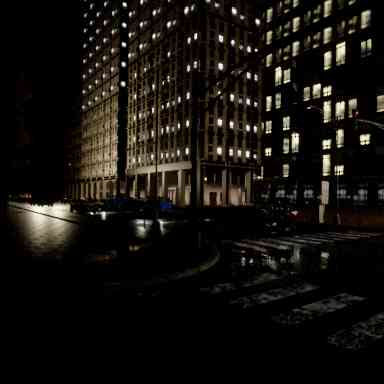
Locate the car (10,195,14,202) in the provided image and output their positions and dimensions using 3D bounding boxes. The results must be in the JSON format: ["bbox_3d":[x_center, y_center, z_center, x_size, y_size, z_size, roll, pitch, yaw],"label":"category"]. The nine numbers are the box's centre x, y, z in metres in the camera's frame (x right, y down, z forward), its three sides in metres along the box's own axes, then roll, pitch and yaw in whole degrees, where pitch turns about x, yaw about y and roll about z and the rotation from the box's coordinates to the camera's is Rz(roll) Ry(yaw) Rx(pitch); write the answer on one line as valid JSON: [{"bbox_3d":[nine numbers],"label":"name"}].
[{"bbox_3d":[-36.921,1.396,69.819,1.947,1.339,4.313,1,-1,-35],"label":"car"}]

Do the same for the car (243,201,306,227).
[{"bbox_3d":[5.818,1.505,23.945,1.967,1.590,4.097,1,-1,-35],"label":"car"}]

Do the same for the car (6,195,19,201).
[{"bbox_3d":[-40.184,1.377,74.429,2.008,1.369,4.403,1,-1,-35],"label":"car"}]

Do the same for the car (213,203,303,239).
[{"bbox_3d":[3.071,1.430,17.319,1.882,1.535,5.008,1,-1,-31],"label":"car"}]

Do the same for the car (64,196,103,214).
[{"bbox_3d":[-10.814,1.427,32.935,2.008,1.369,4.403,1,-1,-35],"label":"car"}]

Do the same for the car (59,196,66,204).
[{"bbox_3d":[-22.141,1.463,58.951,1.837,1.490,4.892,1,-1,-35],"label":"car"}]

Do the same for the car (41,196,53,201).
[{"bbox_3d":[-36.610,1.570,83.880,1.802,1.307,4.206,1,-1,-35],"label":"car"}]

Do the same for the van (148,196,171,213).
[{"bbox_3d":[-3.971,1.382,37.778,1.690,1.788,3.998,1,-1,-35],"label":"van"}]

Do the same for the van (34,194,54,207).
[{"bbox_3d":[-20.600,1.197,46.768,1.690,1.788,3.998,1,-1,-35],"label":"van"}]

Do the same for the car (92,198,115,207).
[{"bbox_3d":[-13.766,1.586,51.607,1.947,1.339,4.313,1,-1,-35],"label":"car"}]

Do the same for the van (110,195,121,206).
[{"bbox_3d":[-10.498,1.368,46.999,1.690,1.788,3.998,1,-1,-35],"label":"van"}]

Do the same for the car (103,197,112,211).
[{"bbox_3d":[-11.584,1.468,38.527,2.033,1.411,5.357,1,-1,-35],"label":"car"}]

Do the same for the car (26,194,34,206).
[{"bbox_3d":[-23.868,1.432,51.377,1.802,1.307,4.206,1,-1,-35],"label":"car"}]

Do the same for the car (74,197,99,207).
[{"bbox_3d":[-16.013,1.517,50.296,2.033,1.411,5.357,1,-1,-36],"label":"car"}]

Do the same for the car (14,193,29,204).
[{"bbox_3d":[-30.390,1.154,60.600,2.192,1.841,5.009,1,-1,-35],"label":"car"}]

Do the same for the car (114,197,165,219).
[{"bbox_3d":[-4.596,1.414,28.633,1.882,1.535,5.008,1,-1,-35],"label":"car"}]
